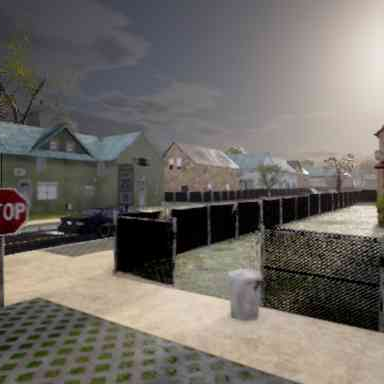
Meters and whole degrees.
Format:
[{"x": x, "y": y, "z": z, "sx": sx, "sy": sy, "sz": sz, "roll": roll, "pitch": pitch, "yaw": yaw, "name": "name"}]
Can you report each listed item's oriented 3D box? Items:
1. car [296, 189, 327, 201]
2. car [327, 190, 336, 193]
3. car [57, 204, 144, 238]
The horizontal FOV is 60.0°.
[{"x": 14.471, "y": 0.358, "z": 40.829, "sx": 2.097, "sy": 1.767, "sz": 4.553, "roll": 0, "pitch": 1, "yaw": 37, "name": "car"}, {"x": 20.247, "y": 0.347, "z": 48.639, "sx": 1.994, "sy": 1.385, "sz": 4.181, "roll": 0, "pitch": 1, "yaw": 37, "name": "car"}, {"x": -3.827, "y": 1.322, "z": 16.428, "sx": 2.033, "sy": 1.411, "sz": 5.357, "roll": 0, "pitch": 1, "yaw": 37, "name": "car"}]
